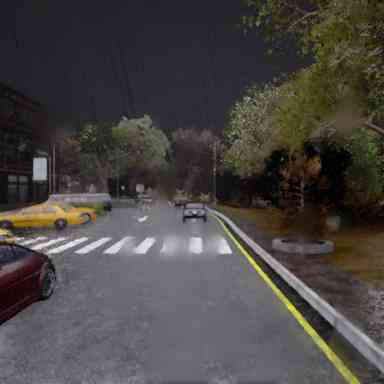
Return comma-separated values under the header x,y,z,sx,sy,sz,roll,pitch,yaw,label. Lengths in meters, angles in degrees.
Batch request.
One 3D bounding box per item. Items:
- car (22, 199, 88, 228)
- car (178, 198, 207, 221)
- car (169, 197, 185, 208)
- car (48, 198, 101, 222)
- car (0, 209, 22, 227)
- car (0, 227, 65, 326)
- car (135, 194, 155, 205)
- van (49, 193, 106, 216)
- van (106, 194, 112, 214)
x,y,z,sx,sy,sz,roll,pitch,yaw,label
-9.336,1.469,20.107,5.366,1.575,1.946,-1,1,-20,car
0.155,1.459,26.154,2.033,1.411,5.357,0,1,-1,car
-1.691,1.288,42.873,1.895,1.301,4.718,0,1,-13,car
-9.190,1.436,23.175,5.008,1.535,2.097,-1,0,-20,car
-8.970,1.476,11.222,5.366,1.575,1.946,-1,0,-20,car
-3.941,1.562,5.562,1.994,1.385,4.181,0,0,0,car
-6.930,1.084,48.788,2.128,1.511,4.902,0,1,-27,car
-9.317,1.172,26.119,4.442,1.987,1.878,-1,1,-20,van
-9.339,1.132,29.120,4.442,1.987,1.878,-1,1,-20,van
